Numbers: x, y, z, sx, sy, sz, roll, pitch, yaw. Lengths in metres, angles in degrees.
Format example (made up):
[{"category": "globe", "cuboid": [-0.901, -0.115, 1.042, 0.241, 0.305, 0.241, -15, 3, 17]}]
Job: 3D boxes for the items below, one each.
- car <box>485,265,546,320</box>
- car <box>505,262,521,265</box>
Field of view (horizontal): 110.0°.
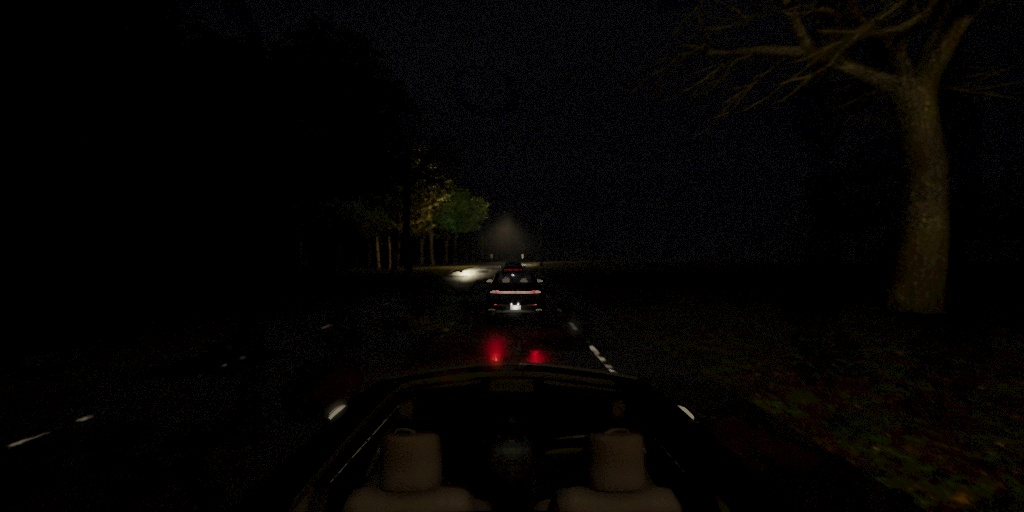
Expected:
[{"category": "car", "cuboid": [0.100, 1.245, 12.571, 2.128, 1.511, 4.902, 0, 0, 0]}, {"category": "car", "cuboid": [0.098, 1.267, 30.966, 1.837, 1.490, 4.892, 0, 0, 0]}]
